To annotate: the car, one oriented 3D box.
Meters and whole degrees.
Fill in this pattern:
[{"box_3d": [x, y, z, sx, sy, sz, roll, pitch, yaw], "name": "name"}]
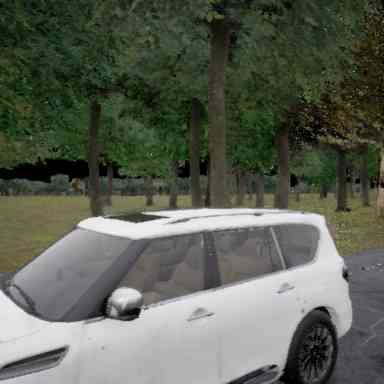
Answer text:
[{"box_3d": [-0.456, 1.239, 3.670, 5.566, 2.045, 2.150, 1, -1, -36], "name": "car"}]
